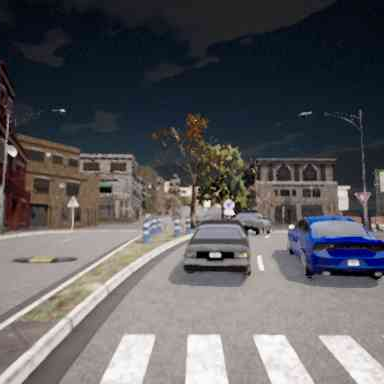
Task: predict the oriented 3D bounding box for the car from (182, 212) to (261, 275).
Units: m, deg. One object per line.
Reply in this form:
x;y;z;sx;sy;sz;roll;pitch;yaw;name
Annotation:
0.938;1.587;10.633;2.033;1.411;5.357;-1;0;9;car

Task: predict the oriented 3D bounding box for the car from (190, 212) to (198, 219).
0.664;6.357;89.875;1.812;1.442;4.674;-1;0;6;car

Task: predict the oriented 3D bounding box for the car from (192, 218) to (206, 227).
1.324;6.138;66.952;2.128;1.511;4.902;1;0;-8;car

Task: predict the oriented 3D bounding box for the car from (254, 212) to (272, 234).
3.643;1.920;20.578;1.994;1.385;4.181;-3;-6;24;car

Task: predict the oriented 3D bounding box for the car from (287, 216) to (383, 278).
4.135;1.467;10.222;1.882;1.535;5.008;-1;1;8;car
